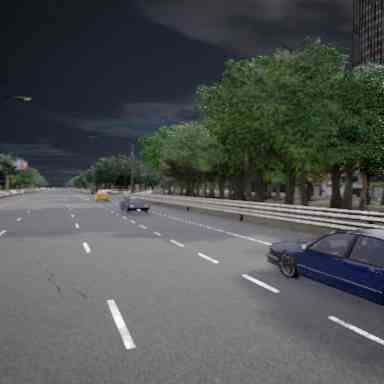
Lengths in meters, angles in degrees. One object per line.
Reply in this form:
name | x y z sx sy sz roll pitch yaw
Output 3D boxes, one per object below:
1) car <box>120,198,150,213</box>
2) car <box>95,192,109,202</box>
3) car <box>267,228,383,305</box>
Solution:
car | -5.301 1.192 30.124 1.895 1.301 4.718 0 1 -22
car | -14.447 0.716 53.218 1.882 1.535 5.008 0 0 -21
car | 3.824 1.505 7.123 2.033 1.411 5.357 0 1 -22
